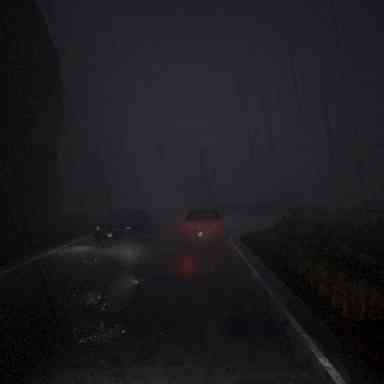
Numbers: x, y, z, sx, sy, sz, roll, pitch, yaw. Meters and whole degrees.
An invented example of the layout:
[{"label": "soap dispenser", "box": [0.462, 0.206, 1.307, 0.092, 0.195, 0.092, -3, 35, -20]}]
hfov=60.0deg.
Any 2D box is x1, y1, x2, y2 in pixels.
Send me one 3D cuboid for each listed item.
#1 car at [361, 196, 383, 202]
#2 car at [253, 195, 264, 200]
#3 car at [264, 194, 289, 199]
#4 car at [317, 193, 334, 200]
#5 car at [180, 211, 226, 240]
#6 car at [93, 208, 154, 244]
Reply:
[{"label": "car", "box": [30.624, 1.458, 55.217, 4.611, 1.667, 2.242, 0, 0, 3]}, {"label": "car", "box": [19.021, 1.474, 92.335, 3.905, 1.438, 1.784, 0, 0, 3]}, {"label": "car", "box": [18.083, 1.276, 69.875, 4.605, 1.855, 1.932, 0, 0, 3]}, {"label": "car", "box": [31.827, 1.277, 79.393, 3.866, 1.878, 1.905, 0, 0, 3]}, {"label": "car", "box": [0.660, 1.591, 16.869, 1.895, 1.301, 4.718, 0, 0, 7]}, {"label": "car", "box": [-3.099, 1.515, 16.082, 1.812, 1.442, 4.674, 0, 0, 8]}]
